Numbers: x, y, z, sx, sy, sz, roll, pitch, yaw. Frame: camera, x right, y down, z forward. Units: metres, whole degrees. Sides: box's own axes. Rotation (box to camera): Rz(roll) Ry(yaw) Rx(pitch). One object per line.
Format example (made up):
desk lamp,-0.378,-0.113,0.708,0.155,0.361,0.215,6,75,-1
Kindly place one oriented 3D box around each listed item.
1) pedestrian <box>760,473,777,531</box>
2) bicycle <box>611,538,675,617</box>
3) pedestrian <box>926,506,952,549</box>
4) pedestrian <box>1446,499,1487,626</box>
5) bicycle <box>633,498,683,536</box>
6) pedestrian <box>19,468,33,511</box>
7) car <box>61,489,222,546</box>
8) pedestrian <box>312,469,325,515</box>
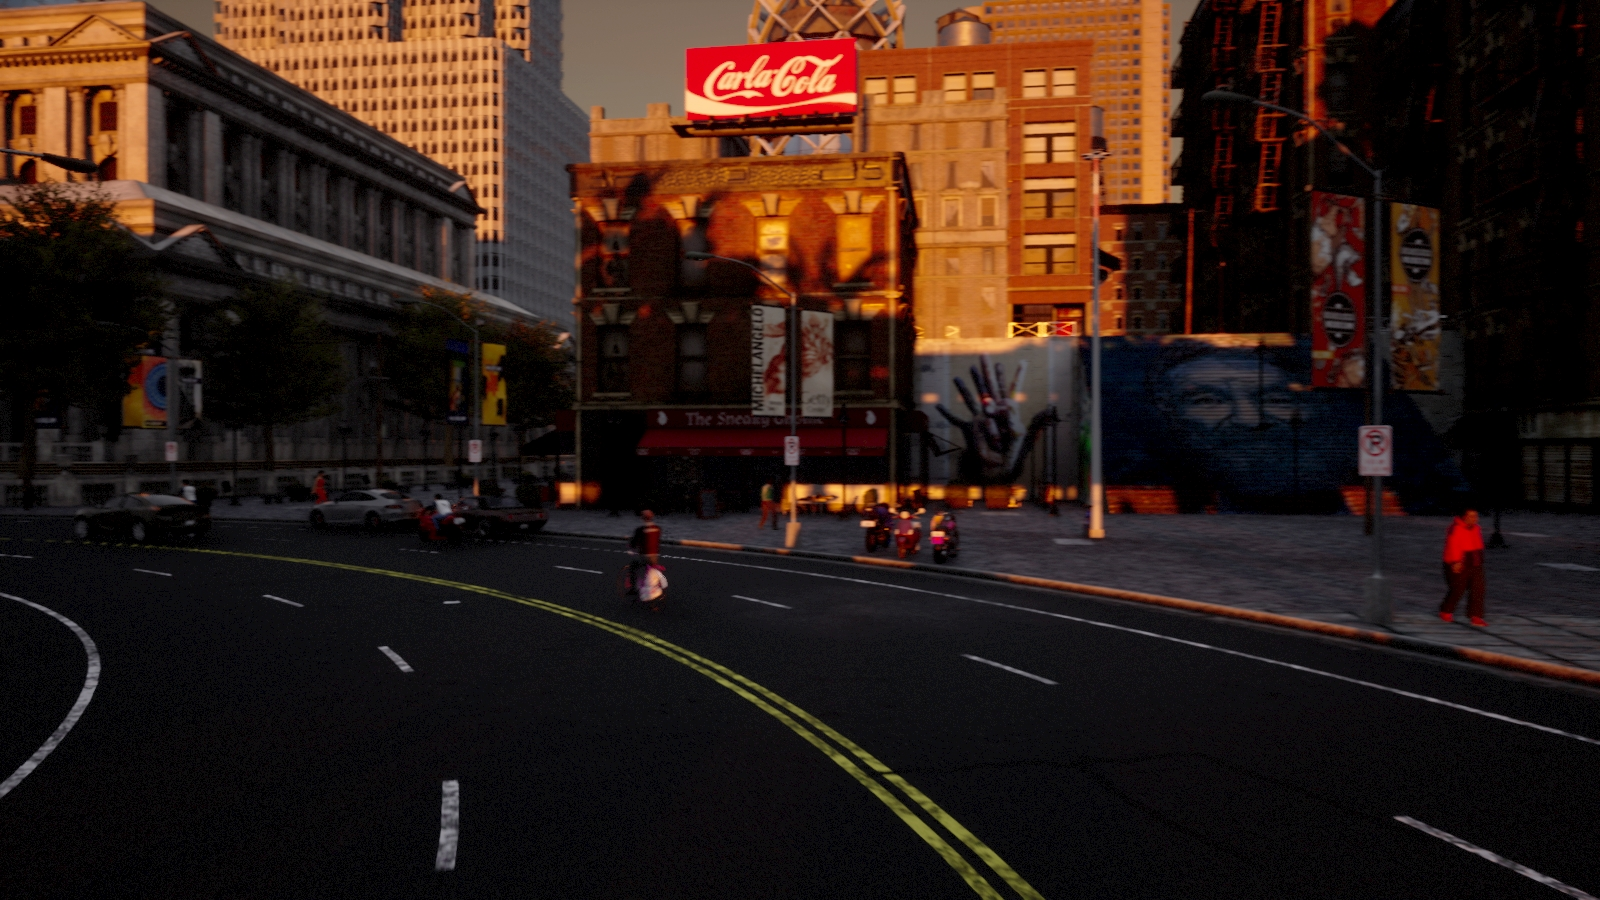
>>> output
pedestrian,-1.031,1.699,37.380,0.375,1.860,0.375,0,0,-41
bicycle,-2.780,2.214,20.096,0.329,1.171,1.835,-2,1,-34
pedestrian,3.737,2.072,30.715,0.500,1.100,0.500,0,0,-33
pedestrian,10.025,1.684,17.193,0.375,1.860,0.375,0,0,-10
bicycle,-4.682,2.212,37.632,1.643,1.196,0.373,0,0,24
pedestrian,-34.149,1.739,50.395,0.375,1.860,0.375,0,0,4
car,-20.699,2.060,35.896,5.006,1.535,2.097,0,0,29
pedestrian,-19.785,1.722,46.968,0.375,1.860,0.375,0,0,2
